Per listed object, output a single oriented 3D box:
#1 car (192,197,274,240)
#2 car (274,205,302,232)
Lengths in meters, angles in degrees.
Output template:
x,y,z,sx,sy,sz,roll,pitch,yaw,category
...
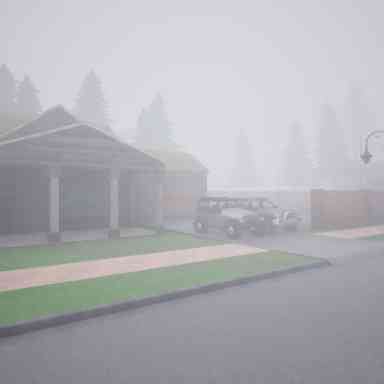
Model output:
x,y,z,sx,sy,sz,roll,pitch,yaw,category
1.684,1.175,16.093,1.905,1.878,3.866,0,0,-36,car
3.494,1.173,17.880,1.932,1.855,4.605,0,0,-36,car
